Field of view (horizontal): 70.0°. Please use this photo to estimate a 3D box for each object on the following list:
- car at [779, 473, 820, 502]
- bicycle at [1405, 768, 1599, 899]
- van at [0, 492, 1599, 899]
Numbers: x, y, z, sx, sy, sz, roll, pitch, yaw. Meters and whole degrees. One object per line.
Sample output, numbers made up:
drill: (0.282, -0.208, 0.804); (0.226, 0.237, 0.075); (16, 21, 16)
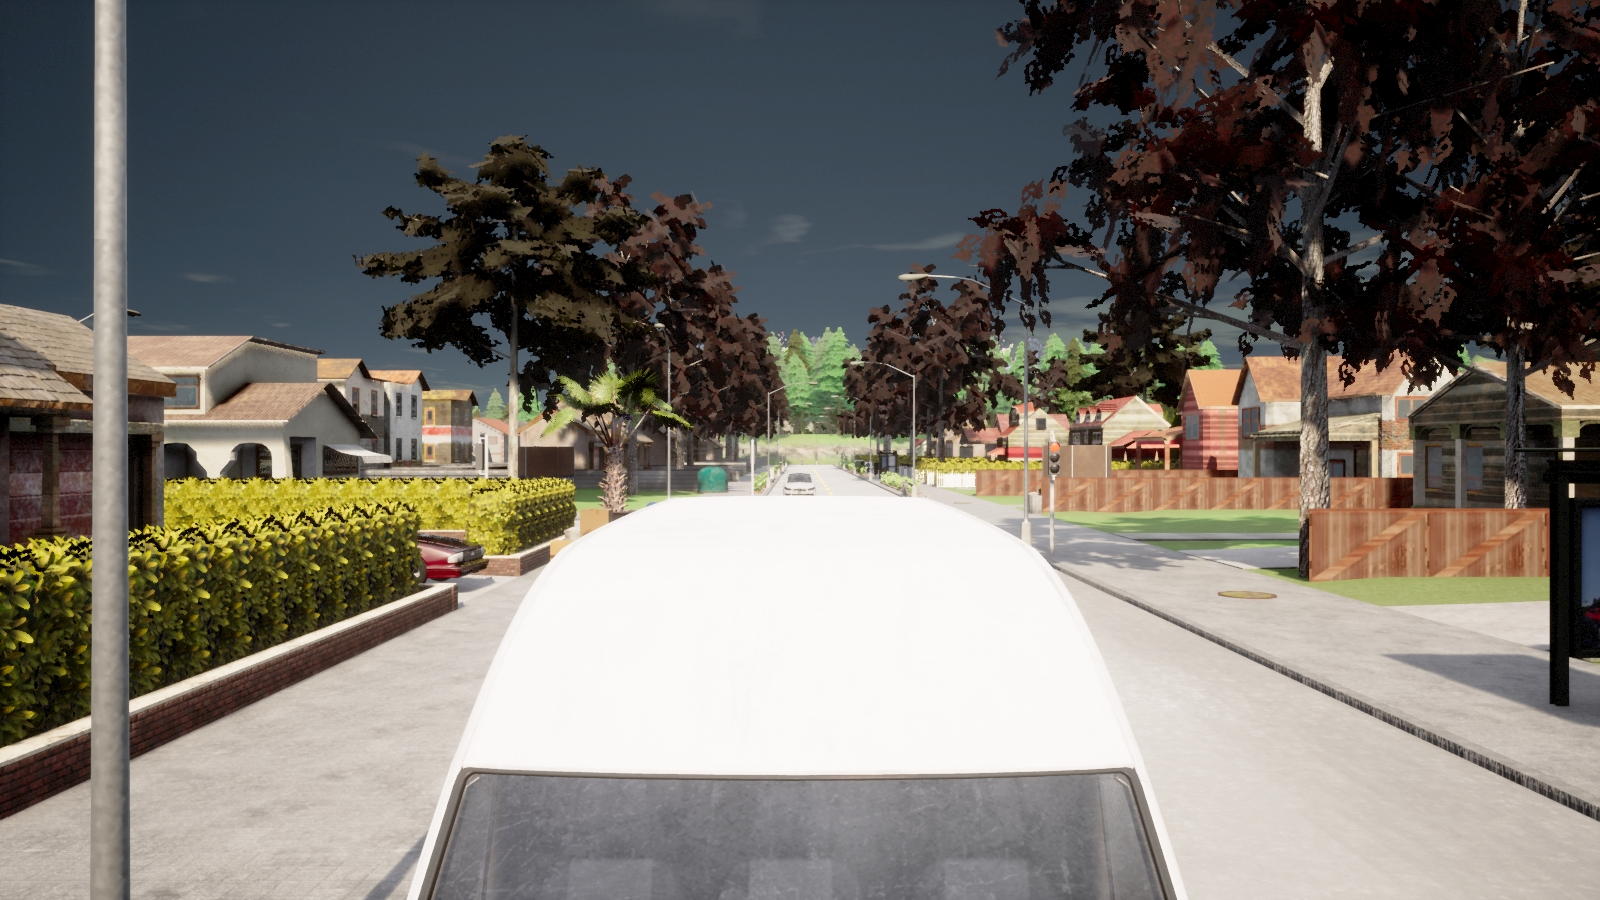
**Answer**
car: (-0.024, 2.087, 64.457); (2.231, 1.480, 4.892); (0, 0, 0)
bicycle: (2.687, 2.062, 3.843); (0.329, 1.471, 1.835); (0, 0, 0)
van: (0.002, 1.537, 4.030); (1.988, 2.561, 5.915); (0, 0, 0)
